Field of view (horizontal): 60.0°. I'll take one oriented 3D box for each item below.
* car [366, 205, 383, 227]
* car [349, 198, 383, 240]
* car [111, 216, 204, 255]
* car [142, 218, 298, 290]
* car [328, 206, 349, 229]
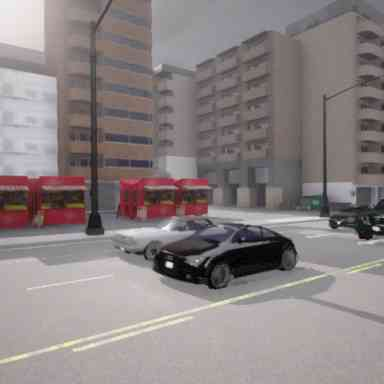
[{"bbox_3d":[14.249,1.646,23.278,4.181,1.385,1.994,0,0,-37],"label":"car"},{"bbox_3d":[10.116,1.239,15.934,5.566,2.045,2.150,0,0,-37],"label":"car"},{"bbox_3d":[-0.524,1.590,12.368,4.718,1.301,1.895,0,0,-37],"label":"car"},{"bbox_3d":[1.032,1.555,9.163,4.181,1.385,1.994,0,0,-38],"label":"car"},{"bbox_3d":[10.319,1.533,20.458,4.892,1.490,1.837,0,0,-37],"label":"car"}]
